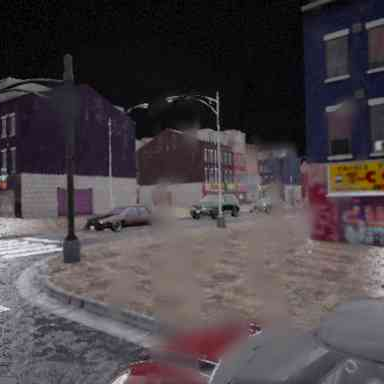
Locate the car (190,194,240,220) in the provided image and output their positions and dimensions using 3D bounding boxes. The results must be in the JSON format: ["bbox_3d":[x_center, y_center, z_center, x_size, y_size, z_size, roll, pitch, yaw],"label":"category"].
[{"bbox_3d":[2.071,1.232,28.684,2.150,2.045,5.566,-2,-1,36],"label":"car"}]

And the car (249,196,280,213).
[{"bbox_3d":[8.058,1.356,36.935,2.097,1.767,4.553,-2,-1,36],"label":"car"}]

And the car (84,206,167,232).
[{"bbox_3d":[-3.863,1.563,20.401,2.033,1.411,5.357,-2,-1,39],"label":"car"}]

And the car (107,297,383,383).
[{"bbox_3d":[1.183,1.440,1.998,4.097,1.590,1.967,0,-2,36],"label":"car"}]
